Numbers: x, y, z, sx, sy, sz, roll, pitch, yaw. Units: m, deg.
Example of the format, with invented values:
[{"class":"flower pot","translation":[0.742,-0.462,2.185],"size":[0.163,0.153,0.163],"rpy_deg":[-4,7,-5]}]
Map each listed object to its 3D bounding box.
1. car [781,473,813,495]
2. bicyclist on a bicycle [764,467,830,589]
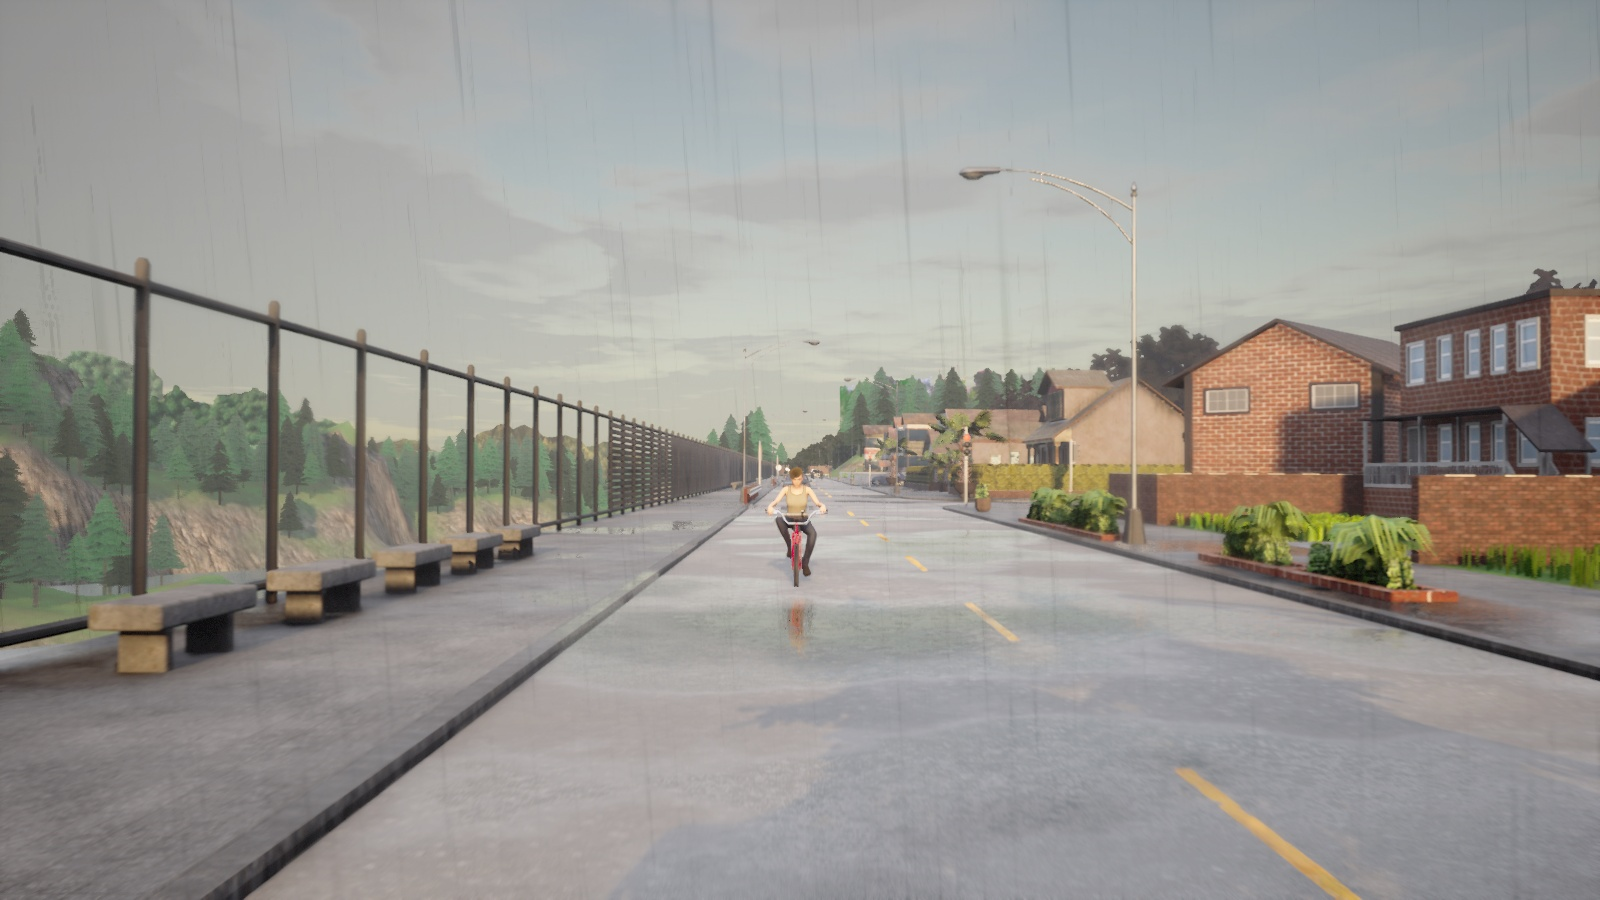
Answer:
[{"class":"car","translation":[-0.199,2.263,83.663],"size":[2.033,1.411,5.357],"rpy_deg":[0,-1,0]},{"class":"bicyclist on a bicycle","translation":[-0.038,1.041,17.332],"size":[0.866,1.612,1.509],"rpy_deg":[0,-1,0]}]
